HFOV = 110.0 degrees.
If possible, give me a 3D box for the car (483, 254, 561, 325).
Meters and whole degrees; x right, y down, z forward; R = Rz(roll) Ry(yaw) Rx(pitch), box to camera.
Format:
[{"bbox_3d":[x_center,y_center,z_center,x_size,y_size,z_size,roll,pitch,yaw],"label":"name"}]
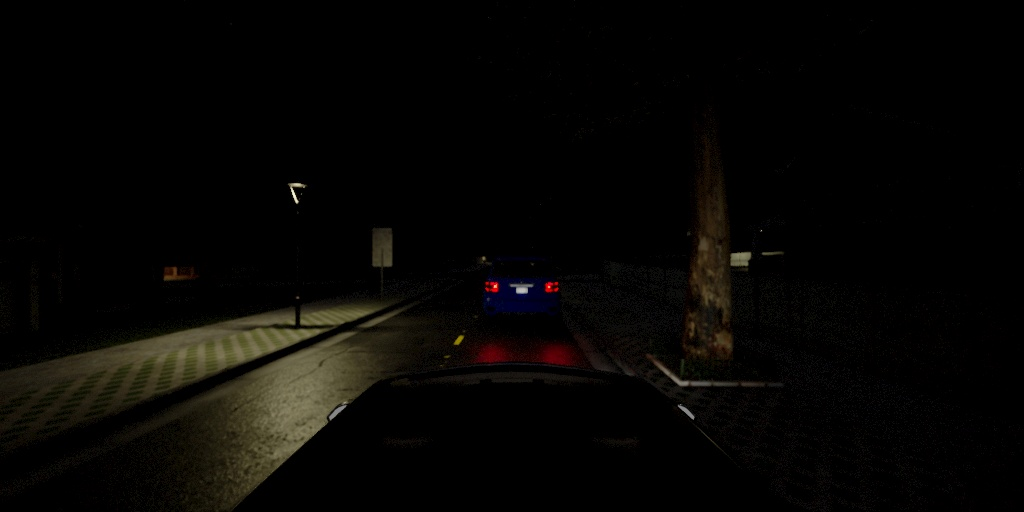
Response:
[{"bbox_3d":[0.314,0.957,11.868,2.150,2.045,5.566,0,0,1],"label":"car"}]
